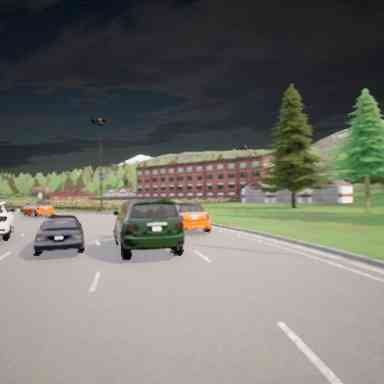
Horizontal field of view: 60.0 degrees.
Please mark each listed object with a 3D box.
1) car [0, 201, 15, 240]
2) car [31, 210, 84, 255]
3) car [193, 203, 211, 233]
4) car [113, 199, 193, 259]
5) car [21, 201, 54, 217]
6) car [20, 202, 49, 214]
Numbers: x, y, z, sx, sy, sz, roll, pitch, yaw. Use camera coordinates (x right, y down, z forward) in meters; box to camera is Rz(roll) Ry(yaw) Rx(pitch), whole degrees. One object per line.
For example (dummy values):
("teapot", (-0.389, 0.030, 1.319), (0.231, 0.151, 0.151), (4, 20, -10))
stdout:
("car", (-11.196, 1.521, 18.416), (2.150, 2.045, 5.566), (0, 0, -26))
("car", (-5.638, 1.715, 14.255), (2.033, 1.411, 5.357), (-1, 0, -20))
("car", (-0.629, 1.435, 19.794), (2.097, 1.767, 4.553), (-1, 0, -22))
("car", (-1.871, 1.308, 13.310), (2.150, 2.045, 5.566), (-1, 0, -16))
("car", (-17.243, 1.841, 37.078), (4.553, 1.767, 2.097), (-1, 0, 42))
("car", (-21.629, 2.136, 45.546), (4.674, 1.442, 1.812), (-1, 0, 40))
